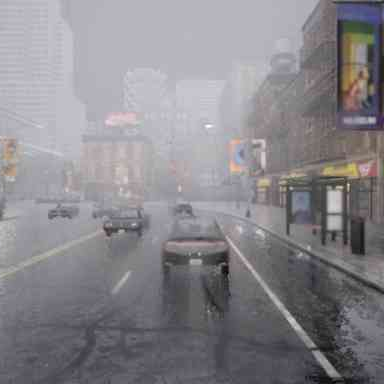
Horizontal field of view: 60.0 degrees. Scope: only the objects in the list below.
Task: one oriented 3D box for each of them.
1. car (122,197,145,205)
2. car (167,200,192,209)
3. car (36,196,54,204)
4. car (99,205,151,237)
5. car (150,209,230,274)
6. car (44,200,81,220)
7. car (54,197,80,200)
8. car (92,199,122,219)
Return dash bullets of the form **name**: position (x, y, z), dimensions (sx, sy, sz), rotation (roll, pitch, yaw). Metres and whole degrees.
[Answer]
- **car**: position (-7.412, 1.613, 39.678), dimensions (1.994, 1.385, 4.181), rotation (0, 0, -24)
- **car**: position (-1.237, 1.543, 32.394), dimensions (1.837, 1.490, 4.892), rotation (1, 0, -12)
- **car**: position (-29.309, 1.610, 67.144), dimensions (4.674, 1.452, 2.002), rotation (0, 0, 20)
- **car**: position (-3.412, 1.624, 18.372), dimensions (1.895, 1.301, 4.718), rotation (0, 0, 0)
- **car**: position (0.093, 1.504, 10.571), dimensions (2.128, 1.511, 4.902), rotation (0, 0, 0)
- **car**: position (-10.991, 1.638, 28.770), dimensions (1.895, 1.301, 4.718), rotation (0, 0, -10)
- **car**: position (-24.004, 1.680, 64.978), dimensions (4.718, 1.301, 1.895), rotation (0, 0, 30)
- **car**: position (-7.581, 1.453, 29.661), dimensions (2.097, 1.767, 4.553), rotation (0, 0, -10)
